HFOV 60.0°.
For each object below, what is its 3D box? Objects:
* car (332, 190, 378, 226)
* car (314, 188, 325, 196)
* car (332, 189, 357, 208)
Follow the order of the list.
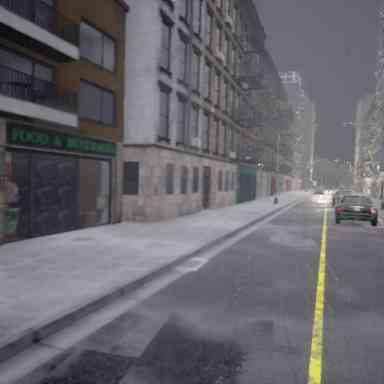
[{"bbox_3d":[9.756,0.917,19.992,2.097,1.767,4.553,2,2,23],"label":"car"},{"bbox_3d":[25.312,-0.078,66.090,1.837,1.490,4.892,2,2,22],"label":"car"},{"bbox_3d":[15.494,0.590,34.006,2.097,1.767,4.553,2,2,23],"label":"car"}]
